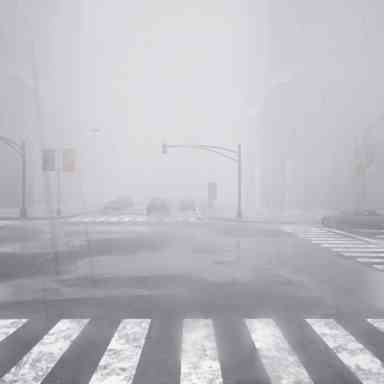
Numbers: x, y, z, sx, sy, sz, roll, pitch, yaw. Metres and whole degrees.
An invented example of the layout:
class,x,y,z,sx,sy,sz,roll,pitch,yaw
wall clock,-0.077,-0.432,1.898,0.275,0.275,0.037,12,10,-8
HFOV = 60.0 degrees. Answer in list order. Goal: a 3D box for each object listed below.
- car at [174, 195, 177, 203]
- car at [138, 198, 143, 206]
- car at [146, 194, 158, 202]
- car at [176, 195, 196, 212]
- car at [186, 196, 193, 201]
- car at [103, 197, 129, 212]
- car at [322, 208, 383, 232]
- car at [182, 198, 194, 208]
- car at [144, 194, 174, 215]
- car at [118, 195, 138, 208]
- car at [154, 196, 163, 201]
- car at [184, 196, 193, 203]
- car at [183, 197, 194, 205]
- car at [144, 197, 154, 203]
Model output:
class,x,y,z,sx,sy,sz,roll,pitch,yaw
car,-3.433,1.672,65.640,1.895,1.301,4.718,0,0,0
car,-9.147,1.570,55.098,1.752,1.417,4.829,0,0,0
car,-9.254,1.417,76.973,2.192,1.841,5.009,0,0,0
car,-0.545,1.448,39.029,1.967,1.590,4.097,0,0,0
car,-0.808,1.696,93.278,1.887,1.381,4.507,0,0,0
car,-9.070,1.574,38.990,1.947,1.339,4.313,0,0,0
car,10.469,1.734,21.052,4.181,1.385,1.994,1,0,2
car,-0.597,1.614,49.878,1.802,1.307,4.206,0,0,0
car,-3.231,1.347,33.572,2.097,1.767,4.553,0,0,-1
car,-9.097,1.335,44.417,2.192,1.841,5.009,0,0,0
car,-9.332,1.696,93.249,1.887,1.381,4.507,0,0,0
car,-0.703,1.613,71.748,1.752,1.417,4.829,0,0,0
car,-0.650,1.603,60.728,1.887,1.381,4.507,0,0,0
car,-9.227,1.669,71.546,1.802,1.307,4.206,0,0,0
